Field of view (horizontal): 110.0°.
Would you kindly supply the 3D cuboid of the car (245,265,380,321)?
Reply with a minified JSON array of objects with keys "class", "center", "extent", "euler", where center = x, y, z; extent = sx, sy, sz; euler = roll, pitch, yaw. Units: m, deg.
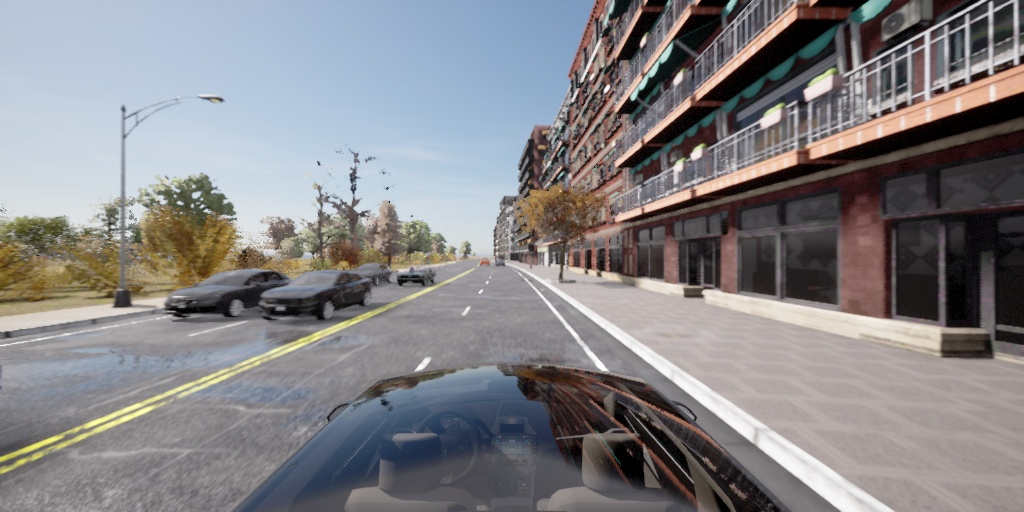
[{"class":"car","center":[-6.655,1.249,12.773],"extent":[1.882,1.535,5.008],"euler":[0,0,-1]}]

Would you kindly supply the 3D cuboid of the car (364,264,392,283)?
[{"class":"car","center":[-10.002,1.308,25.647],"extent":[1.837,1.490,4.892],"euler":[0,0,-1]}]

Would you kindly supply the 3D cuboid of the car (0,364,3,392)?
[{"class":"car","center":[-6.614,1.225,1.790],"extent":[1.882,1.535,5.008],"euler":[0,0,0]}]

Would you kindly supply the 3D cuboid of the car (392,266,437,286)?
[{"class":"car","center":[-6.752,1.403,25.738],"extent":[1.895,1.301,4.718],"euler":[0,0,-1]}]

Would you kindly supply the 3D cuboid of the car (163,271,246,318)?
[{"class":"car","center":[-9.909,1.277,13.161],"extent":[1.837,1.490,4.892],"euler":[0,0,-1]}]
